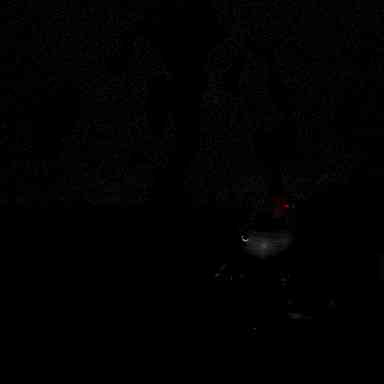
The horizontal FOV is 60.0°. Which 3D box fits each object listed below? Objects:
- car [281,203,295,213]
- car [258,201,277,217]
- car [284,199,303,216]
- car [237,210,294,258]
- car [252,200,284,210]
[{"bbox_3d":[14.880,2.440,51.854,1.895,1.301,4.718,0,-1,13],"label":"car"},{"bbox_3d":[9.077,1.981,39.686,2.097,1.767,4.553,0,-1,14],"label":"car"},{"bbox_3d":[12.463,1.892,41.419,2.150,2.045,5.566,0,-1,13],"label":"car"},{"bbox_3d":[3.085,1.726,14.040,1.837,1.490,4.892,0,-1,13],"label":"car"},{"bbox_3d":[6.320,1.662,27.959,2.150,2.045,5.566,0,-1,13],"label":"car"}]
